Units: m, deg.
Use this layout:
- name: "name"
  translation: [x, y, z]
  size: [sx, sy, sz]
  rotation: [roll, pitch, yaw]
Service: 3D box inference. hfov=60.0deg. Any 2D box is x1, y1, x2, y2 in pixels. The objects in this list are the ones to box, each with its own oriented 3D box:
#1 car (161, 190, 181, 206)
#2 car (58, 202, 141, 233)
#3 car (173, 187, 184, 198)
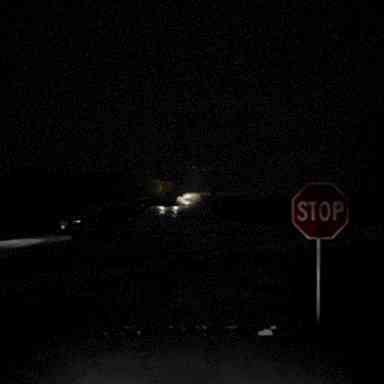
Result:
- name: "car"
  translation: [-2.776, 0.950, 41.150]
  size: [1.882, 1.535, 5.008]
  rotation: [0, 2, 0]
- name: "car"
  translation: [-5.043, 1.364, 18.648]
  size: [2.128, 1.511, 4.902]
  rotation: [-2, 2, 36]
- name: "car"
  translation: [-2.794, 0.129, 65.767]
  size: [2.150, 2.045, 5.566]
  rotation: [0, 3, 0]
